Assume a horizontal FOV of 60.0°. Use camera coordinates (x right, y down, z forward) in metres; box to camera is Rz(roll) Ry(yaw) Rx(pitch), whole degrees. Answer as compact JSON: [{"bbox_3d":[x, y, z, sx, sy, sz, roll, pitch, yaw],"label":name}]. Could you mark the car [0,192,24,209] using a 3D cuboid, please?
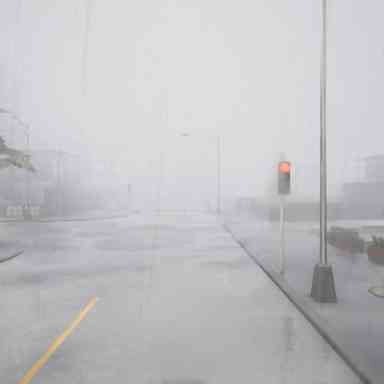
[{"bbox_3d":[-19.736,0.985,34.939,1.905,1.878,3.866,0,0,35],"label":"car"}]
